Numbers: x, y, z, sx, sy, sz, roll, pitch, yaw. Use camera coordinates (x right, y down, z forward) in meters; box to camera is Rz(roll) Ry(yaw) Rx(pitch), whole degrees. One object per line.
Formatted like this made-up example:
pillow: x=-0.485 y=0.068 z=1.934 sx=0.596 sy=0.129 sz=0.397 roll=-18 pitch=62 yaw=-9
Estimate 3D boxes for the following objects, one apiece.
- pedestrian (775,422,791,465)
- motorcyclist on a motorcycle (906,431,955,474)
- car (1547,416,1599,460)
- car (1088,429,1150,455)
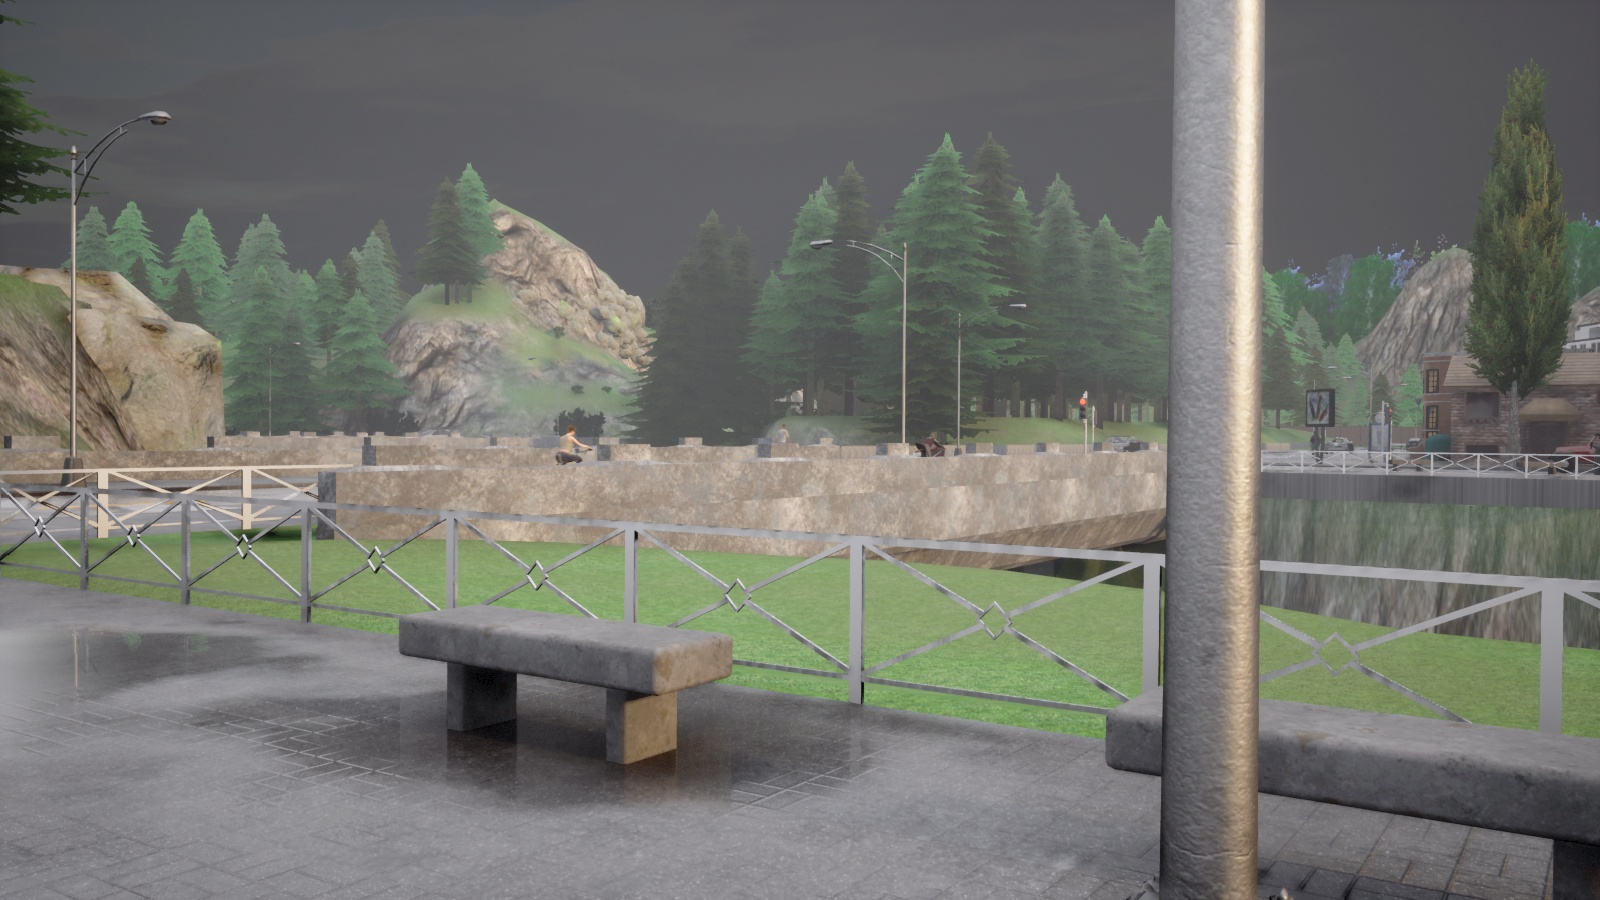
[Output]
pedestrian: x=-0.738 y=-0.296 z=54.474 sx=0.354 sy=1.836 sz=0.706 roll=0 pitch=1 yaw=32
motorcyclist on a motorcycle: x=4.851 y=0.086 z=46.644 sx=0.866 sy=1.530 sz=2.191 roll=0 pitch=1 yaw=34
car: x=35.016 y=-0.540 z=54.957 sx=3.866 sy=1.878 sz=1.905 roll=0 pitch=1 yaw=34
car: x=19.219 y=-0.517 z=75.492 sx=2.128 sy=1.511 sz=4.902 roll=0 pitch=1 yaw=34
